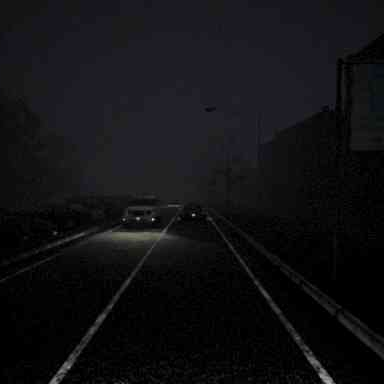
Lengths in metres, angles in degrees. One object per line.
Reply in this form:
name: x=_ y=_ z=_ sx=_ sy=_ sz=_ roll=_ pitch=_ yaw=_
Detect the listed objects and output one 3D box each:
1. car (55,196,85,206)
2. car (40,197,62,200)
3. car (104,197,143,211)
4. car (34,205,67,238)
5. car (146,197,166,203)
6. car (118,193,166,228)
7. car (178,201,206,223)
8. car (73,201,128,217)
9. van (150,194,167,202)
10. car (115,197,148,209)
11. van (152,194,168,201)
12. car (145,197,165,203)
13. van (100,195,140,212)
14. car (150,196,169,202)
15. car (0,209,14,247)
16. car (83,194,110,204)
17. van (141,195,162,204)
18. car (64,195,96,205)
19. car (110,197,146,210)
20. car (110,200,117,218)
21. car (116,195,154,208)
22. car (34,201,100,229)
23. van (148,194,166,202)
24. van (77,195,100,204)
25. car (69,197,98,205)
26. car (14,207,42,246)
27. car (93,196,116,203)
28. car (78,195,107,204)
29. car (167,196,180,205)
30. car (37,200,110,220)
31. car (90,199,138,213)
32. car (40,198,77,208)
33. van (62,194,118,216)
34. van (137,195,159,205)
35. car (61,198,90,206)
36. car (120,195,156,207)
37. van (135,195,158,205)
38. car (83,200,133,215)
car: x=-22.033 y=1.635 z=60.033 sx=4.553 sy=1.767 sz=2.185 roll=0 pitch=0 yaw=0
car: x=-21.997 y=1.713 z=51.706 sx=4.892 sy=1.521 sz=2.231 roll=0 pitch=0 yaw=0
car: x=-8.933 y=1.538 z=43.685 sx=4.553 sy=1.767 sz=2.185 roll=0 pitch=0 yaw=0
car: x=-8.837 y=1.539 z=15.654 sx=4.792 sy=1.488 sz=2.163 roll=0 pitch=0 yaw=0
car: x=-8.981 y=1.900 z=82.937 sx=4.792 sy=1.488 sz=2.163 roll=0 pitch=0 yaw=0
car: x=-3.347 y=1.298 z=23.425 sx=2.150 sy=2.045 sz=5.566 roll=0 pitch=0 yaw=0
car: x=0.103 y=1.654 z=26.156 sx=1.994 sy=1.385 sz=4.181 roll=0 pitch=0 yaw=0
car: x=-8.858 y=1.628 z=32.471 sx=4.792 sy=1.488 sz=2.163 roll=0 pitch=0 yaw=0
van: x=-8.842 y=1.643 z=88.542 sx=4.442 sy=1.987 sz=1.878 roll=0 pitch=0 yaw=0
car: x=-8.877 y=1.571 z=49.292 sx=4.553 sy=1.767 sz=2.185 roll=0 pitch=0 yaw=0
van: x=-9.083 y=1.634 z=94.152 sx=4.442 sy=1.987 sz=1.878 roll=0 pitch=0 yaw=0
car: x=-8.945 y=1.904 z=80.129 sx=4.674 sy=1.452 sz=2.002 roll=0 pitch=0 yaw=0
van: x=-8.781 y=1.422 z=40.882 sx=4.442 sy=1.987 sz=1.878 roll=0 pitch=0 yaw=0
car: x=-8.957 y=1.865 z=91.349 sx=5.008 sy=1.535 sz=2.097 roll=0 pitch=0 yaw=0
car: x=-8.887 y=1.241 z=10.050 sx=5.566 sy=2.045 sz=2.435 roll=0 pitch=0 yaw=0
car: x=-21.995 y=1.602 z=76.690 sx=5.566 sy=2.045 sz=2.435 roll=0 pitch=0 yaw=0
van: x=-9.057 y=1.619 z=74.519 sx=4.442 sy=1.987 sz=1.878 roll=0 pitch=0 yaw=0
car: x=-22.038 y=1.542 z=65.587 sx=5.566 sy=2.045 sz=2.435 roll=0 pitch=0 yaw=0
car: x=-8.874 y=1.555 z=46.488 sx=4.553 sy=1.767 sz=2.185 roll=0 pitch=0 yaw=0
car: x=-8.909 y=1.595 z=26.865 sx=4.792 sy=1.488 sz=2.163 roll=0 pitch=0 yaw=0
car: x=-8.884 y=1.462 z=52.095 sx=5.566 sy=2.045 sz=2.435 roll=0 pitch=0 yaw=0
car: x=-8.868 y=1.533 z=21.262 sx=5.008 sy=1.535 sz=2.097 roll=0 pitch=0 yaw=0
van: x=-9.072 y=1.644 z=85.740 sx=4.442 sy=1.987 sz=1.878 roll=0 pitch=0 yaw=0
van: x=-22.133 y=1.600 z=71.137 sx=4.442 sy=1.987 sz=1.878 roll=0 pitch=0 yaw=0
car: x=-22.199 y=1.807 z=68.361 sx=5.366 sy=1.575 sz=1.946 roll=0 pitch=0 yaw=0
car: x=-8.858 y=1.501 z=12.856 sx=4.892 sy=1.521 sz=2.231 roll=0 pitch=0 yaw=0
car: x=-22.218 y=1.868 z=85.019 sx=5.366 sy=1.575 sz=1.946 roll=0 pitch=0 yaw=0
car: x=-22.048 y=1.591 z=73.913 sx=5.566 sy=2.045 sz=2.435 roll=0 pitch=0 yaw=0
car: x=-3.264 y=1.862 z=64.894 sx=1.994 sy=1.385 sz=4.181 roll=0 pitch=0 yaw=1
car: x=-9.062 y=1.546 z=24.061 sx=5.366 sy=1.575 sz=1.946 roll=0 pitch=0 yaw=0
car: x=-8.889 y=1.631 z=38.078 sx=5.008 sy=1.535 sz=2.097 roll=0 pitch=0 yaw=0
car: x=-21.810 y=1.725 z=54.483 sx=5.366 sy=1.575 sz=1.946 roll=0 pitch=0 yaw=0
van: x=-8.767 y=1.356 z=29.670 sx=4.442 sy=1.987 sz=1.878 roll=0 pitch=0 yaw=0
van: x=-9.050 y=1.586 z=68.915 sx=4.442 sy=1.987 sz=1.878 roll=0 pitch=0 yaw=0
car: x=-21.977 y=1.807 z=62.810 sx=4.792 sy=1.488 sz=2.163 roll=0 pitch=0 yaw=0
car: x=-8.887 y=1.478 z=54.899 sx=5.566 sy=2.045 sz=2.435 roll=0 pitch=0 yaw=0
van: x=-9.047 y=1.570 z=66.111 sx=4.442 sy=1.987 sz=1.878 roll=0 pitch=0 yaw=0
car: x=-8.862 y=1.644 z=35.275 sx=4.792 sy=1.488 sz=2.163 roll=0 pitch=0 yaw=0
